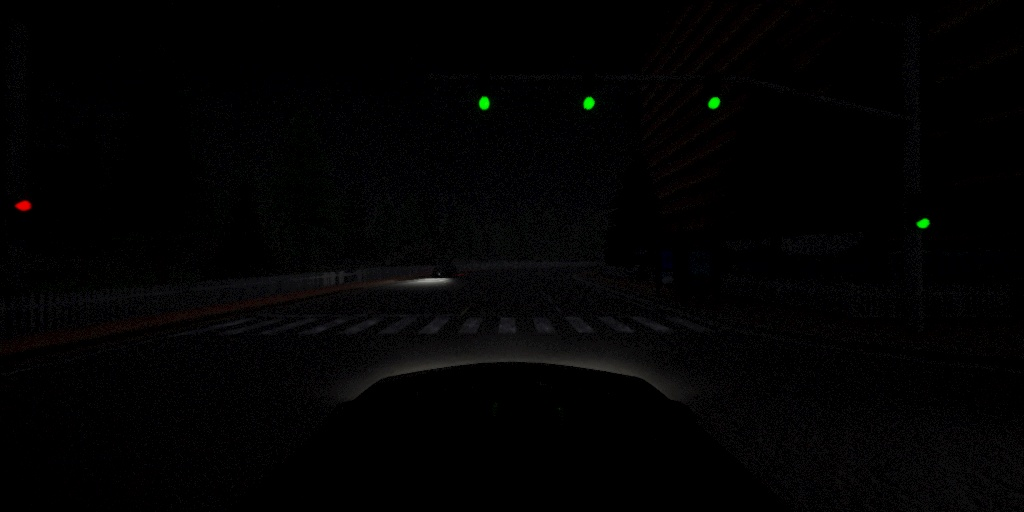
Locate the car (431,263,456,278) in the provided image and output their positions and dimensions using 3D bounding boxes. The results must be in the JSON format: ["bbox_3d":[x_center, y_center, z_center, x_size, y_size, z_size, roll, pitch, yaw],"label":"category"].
[{"bbox_3d":[-7.056,1.492,37.519,2.128,1.511,4.902,0,1,1],"label":"car"}]
